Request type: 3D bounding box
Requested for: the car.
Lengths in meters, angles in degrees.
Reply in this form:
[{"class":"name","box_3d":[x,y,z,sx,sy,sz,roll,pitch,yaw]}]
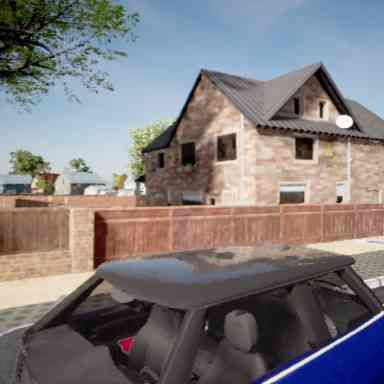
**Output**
[{"class":"car","box_3d":[-0.166,1.317,2.486,4.553,1.767,2.097,0,1,-39]}]
